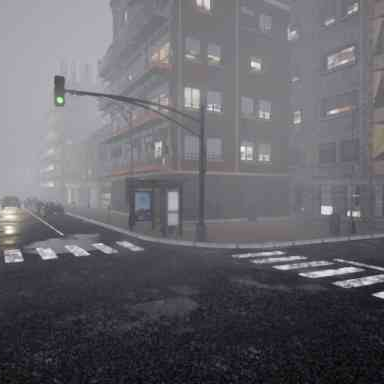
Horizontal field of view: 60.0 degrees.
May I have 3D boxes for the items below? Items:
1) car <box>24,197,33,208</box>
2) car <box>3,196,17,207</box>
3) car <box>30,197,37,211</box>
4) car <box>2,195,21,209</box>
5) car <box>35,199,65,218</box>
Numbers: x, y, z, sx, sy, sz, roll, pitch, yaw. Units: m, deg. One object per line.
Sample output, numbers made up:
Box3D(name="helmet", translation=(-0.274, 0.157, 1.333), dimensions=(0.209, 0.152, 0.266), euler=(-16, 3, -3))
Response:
Box3D(name="car", translation=(-23.758, 1.432, 49.188), dimensions=(1.967, 1.590, 4.097), euler=(0, 0, -30))
Box3D(name="car", translation=(-29.336, 1.468, 53.477), dimensions=(1.882, 1.535, 5.008), euler=(0, 0, -30))
Box3D(name="car", translation=(-15.295, 1.538, 34.540), dimensions=(1.887, 1.381, 4.507), euler=(0, 0, -30))
Box3D(name="car", translation=(-24.432, 1.344, 45.018), dimensions=(2.097, 1.767, 4.553), euler=(0, 0, -30))
Box3D(name="car", translation=(-12.474, 1.545, 29.658), dimensions=(2.008, 1.369, 4.403), euler=(0, 0, -30))
